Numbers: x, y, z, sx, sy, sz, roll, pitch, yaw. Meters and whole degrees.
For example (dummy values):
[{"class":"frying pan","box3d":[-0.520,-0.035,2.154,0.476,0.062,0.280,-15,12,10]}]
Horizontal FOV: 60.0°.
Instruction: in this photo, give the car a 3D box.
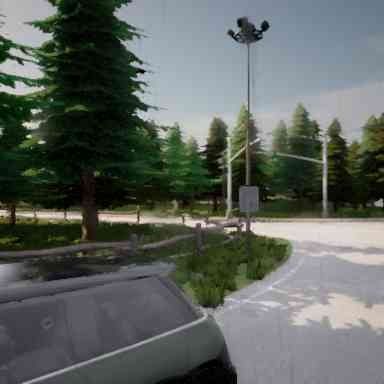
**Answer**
[{"class":"car","box3d":[-1.794,1.391,2.354,4.553,1.767,2.097,1,-1,-40]}]
